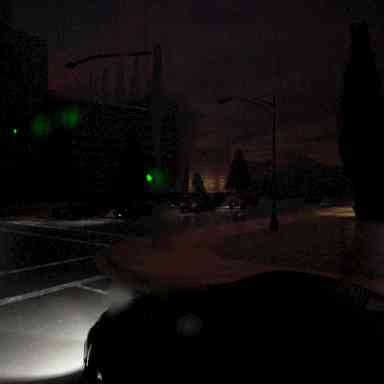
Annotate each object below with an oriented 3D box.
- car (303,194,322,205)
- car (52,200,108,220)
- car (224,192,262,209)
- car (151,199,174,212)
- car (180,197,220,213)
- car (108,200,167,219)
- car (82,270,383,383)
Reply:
[{"bbox_3d":[21.442,1.489,58.734,2.128,1.511,4.902,0,0,36],"label":"car"},{"bbox_3d":[-9.444,1.478,28.478,1.882,1.535,5.008,0,0,36],"label":"car"},{"bbox_3d":[6.981,1.221,45.105,2.150,2.045,5.566,0,0,36],"label":"car"},{"bbox_3d":[-3.923,1.505,36.063,1.837,1.490,4.892,0,0,36],"label":"car"},{"bbox_3d":[0.679,1.352,36.447,2.097,1.767,4.553,0,0,36],"label":"car"},{"bbox_3d":[-4.641,1.601,29.119,1.895,1.301,4.718,0,0,36],"label":"car"},{"bbox_3d":[0.785,1.564,3.441,4.181,1.385,1.994,0,0,35],"label":"car"}]
